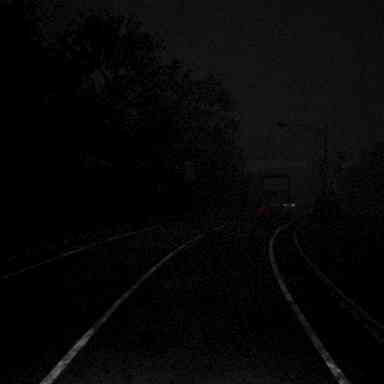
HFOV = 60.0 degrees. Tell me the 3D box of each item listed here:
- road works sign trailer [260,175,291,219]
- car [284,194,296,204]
[{"bbox_3d":[7.183,0.406,28.274,2.380,3.560,2.880,-5,-12,28],"label":"road works sign trailer"},{"bbox_3d":[21.287,1.418,72.399,2.150,2.045,5.566,2,0,17],"label":"car"}]
